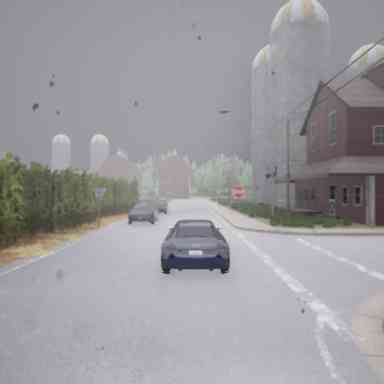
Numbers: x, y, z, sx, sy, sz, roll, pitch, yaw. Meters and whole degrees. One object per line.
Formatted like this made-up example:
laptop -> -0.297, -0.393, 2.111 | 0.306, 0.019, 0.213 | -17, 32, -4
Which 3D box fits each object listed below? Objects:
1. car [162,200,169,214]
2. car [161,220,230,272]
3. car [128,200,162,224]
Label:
car -> -3.500, 1.635, 36.500 | 2.033, 1.411, 5.357 | 0, 0, 0
car -> 0.095, 1.585, 10.856 | 1.994, 1.385, 4.181 | 0, 0, 0
car -> -3.582, 1.565, 25.117 | 1.837, 1.490, 4.892 | 0, 0, 0
